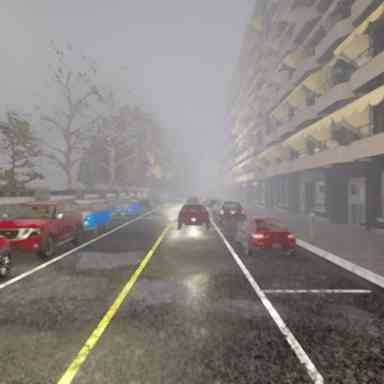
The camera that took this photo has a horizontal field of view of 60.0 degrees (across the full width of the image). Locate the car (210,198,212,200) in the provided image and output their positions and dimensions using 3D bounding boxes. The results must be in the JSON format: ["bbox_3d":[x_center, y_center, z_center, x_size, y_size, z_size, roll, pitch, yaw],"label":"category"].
[{"bbox_3d":[2.699,1.515,29.558,1.802,1.307,4.206,0,0,0],"label":"car"}]

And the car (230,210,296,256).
[{"bbox_3d":[2.694,1.552,12.666,1.802,1.307,4.206,0,0,0],"label":"car"}]

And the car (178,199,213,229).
[{"bbox_3d":[0.106,1.429,21.413,1.882,1.535,5.008,0,0,0],"label":"car"}]

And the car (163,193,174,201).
[{"bbox_3d":[-5.668,1.175,80.234,2.192,1.841,5.009,0,0,0],"label":"car"}]

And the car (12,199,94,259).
[{"bbox_3d":[-5.686,1.286,12.668,2.192,1.841,5.009,0,0,0],"label":"car"}]

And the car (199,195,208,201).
[{"bbox_3d":[2.712,1.425,80.232,1.947,1.339,4.313,0,0,0],"label":"car"}]

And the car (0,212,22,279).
[{"bbox_3d":[-5.687,1.423,7.037,1.967,1.590,4.097,0,0,0],"label":"car"}]

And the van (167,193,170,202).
[{"bbox_3d":[-5.673,1.219,63.340,1.690,1.788,3.998,0,0,0],"label":"van"}]

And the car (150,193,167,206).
[{"bbox_3d":[-5.676,1.207,52.080,2.192,1.841,5.009,0,0,0],"label":"car"}]

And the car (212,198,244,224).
[{"bbox_3d":[2.697,1.386,23.927,1.967,1.590,4.097,0,0,0],"label":"car"}]

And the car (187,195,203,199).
[{"bbox_3d":[0.113,1.381,44.991,1.882,1.535,5.008,0,0,0],"label":"car"}]

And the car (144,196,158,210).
[{"bbox_3d":[-5.679,1.478,40.821,1.947,1.339,4.313,0,0,0],"label":"car"}]

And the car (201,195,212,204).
[{"bbox_3d":[2.708,1.401,63.509,1.752,1.417,4.829,0,0,0],"label":"car"}]

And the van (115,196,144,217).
[{"bbox_3d":[-5.682,1.276,29.559,1.690,1.788,3.998,0,0,0],"label":"van"}]

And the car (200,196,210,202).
[{"bbox_3d":[2.709,1.452,68.970,1.802,1.307,4.206,0,0,0],"label":"car"}]

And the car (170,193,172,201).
[{"bbox_3d":[-5.672,1.453,68.971,1.802,1.307,4.206,0,0,0],"label":"car"}]

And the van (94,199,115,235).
[{"bbox_3d":[-5.684,1.300,18.298,1.690,1.788,3.998,0,0,0],"label":"van"}]

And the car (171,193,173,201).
[{"bbox_3d":[-5.670,1.410,74.602,1.887,1.381,4.507,0,0,0],"label":"car"}]

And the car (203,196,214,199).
[{"bbox_3d":[2.701,1.476,40.819,1.947,1.339,4.313,0,0,0],"label":"car"}]
